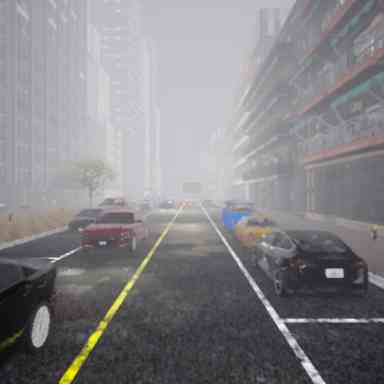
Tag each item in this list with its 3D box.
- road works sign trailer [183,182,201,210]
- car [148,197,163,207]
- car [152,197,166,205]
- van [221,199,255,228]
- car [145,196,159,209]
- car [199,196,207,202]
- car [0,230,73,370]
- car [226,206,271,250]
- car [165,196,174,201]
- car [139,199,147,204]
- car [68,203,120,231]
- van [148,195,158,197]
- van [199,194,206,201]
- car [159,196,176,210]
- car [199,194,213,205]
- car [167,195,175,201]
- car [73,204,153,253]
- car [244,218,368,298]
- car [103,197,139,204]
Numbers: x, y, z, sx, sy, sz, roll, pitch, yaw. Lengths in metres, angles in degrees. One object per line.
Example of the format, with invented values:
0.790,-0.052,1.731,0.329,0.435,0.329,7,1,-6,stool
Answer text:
-0.002,0.480,43.380,2.380,3.560,2.880,0,0,0,road works sign trailer
-5.695,1.568,52.527,1.887,1.381,4.507,0,0,0,car
-5.696,1.595,58.050,1.947,1.339,4.313,0,0,0,car
2.687,1.342,19.390,1.690,1.788,3.998,0,0,0,van
-5.695,1.565,41.481,2.008,1.369,4.403,0,0,0,car
2.684,1.606,80.141,1.887,1.381,4.507,0,0,0,car
-3.085,1.477,3.307,1.882,1.535,5.008,0,0,1,car
2.687,1.525,14.037,1.752,1.417,4.829,0,0,0,car
-5.697,1.622,85.664,2.008,1.369,4.403,0,0,0,car
-5.694,1.557,30.436,2.008,1.369,4.403,0,0,0,car
-5.694,1.567,19.391,1.947,1.339,4.313,0,0,0,car
-5.696,1.360,47.004,1.690,1.788,3.998,0,0,0,van
2.683,1.412,85.664,1.690,1.788,3.998,0,0,0,van
-3.084,1.581,43.603,1.994,1.385,4.181,0,0,0,car
2.685,1.580,58.050,2.008,1.369,4.403,0,0,0,car
-5.698,1.521,91.187,1.967,1.590,4.097,0,0,0,car
-3.028,1.477,13.874,1.882,1.535,5.008,0,0,0,car
2.688,1.565,8.344,1.947,1.339,4.313,0,0,0,car
-5.695,1.318,24.912,2.192,1.841,5.009,0,0,0,car
